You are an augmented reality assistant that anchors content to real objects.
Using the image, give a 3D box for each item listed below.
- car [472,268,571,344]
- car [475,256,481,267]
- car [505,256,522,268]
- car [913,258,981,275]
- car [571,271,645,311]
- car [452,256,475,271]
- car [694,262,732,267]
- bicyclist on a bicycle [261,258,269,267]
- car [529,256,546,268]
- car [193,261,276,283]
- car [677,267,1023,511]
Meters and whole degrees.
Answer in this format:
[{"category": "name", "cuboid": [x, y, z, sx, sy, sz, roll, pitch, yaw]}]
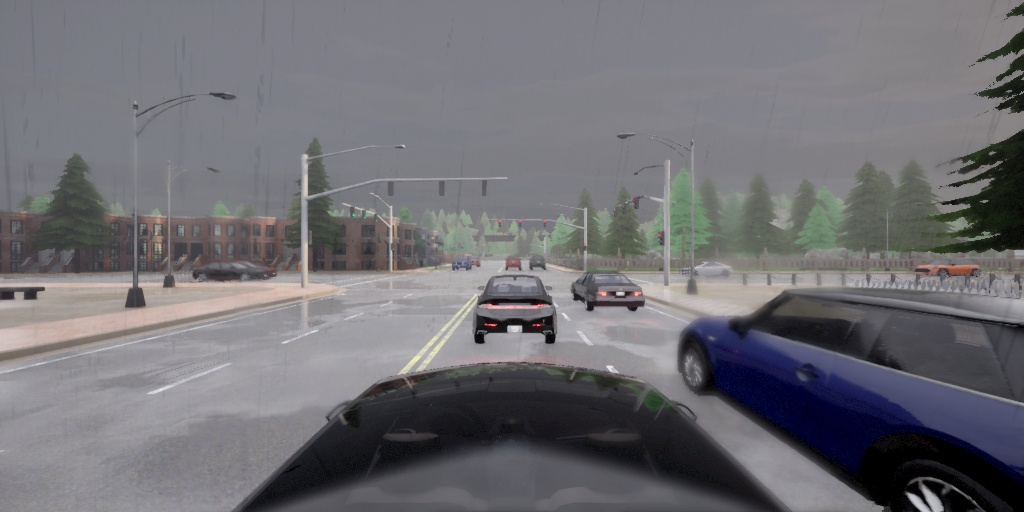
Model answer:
[{"category": "car", "cuboid": [0.080, 1.242, 9.566, 2.128, 1.511, 4.902, 0, 0, 1]}, {"category": "car", "cuboid": [-6.900, 0.970, 64.396, 2.150, 2.045, 5.566, 0, 0, 1]}, {"category": "car", "cuboid": [0.214, 0.971, 53.089, 2.150, 2.045, 5.566, 0, 0, 0]}, {"category": "car", "cuboid": [40.959, 1.102, 33.881, 4.553, 1.767, 2.097, 0, 0, 0]}, {"category": "car", "cuboid": [3.611, 1.297, 14.391, 2.033, 1.411, 5.357, 0, 0, 1]}, {"category": "car", "cuboid": [-6.966, 0.971, 50.288, 2.150, 2.045, 5.566, 0, 0, 1]}, {"category": "car", "cuboid": [18.384, 1.276, 33.949, 4.674, 1.442, 1.812, 0, 0, 0]}, {"category": "bicyclist on a bicycle", "cuboid": [-28.730, 1.053, 41.699, 0.582, 1.620, 1.656, 0, 0, -1]}, {"category": "car", "cuboid": [3.715, 0.971, 53.089, 2.150, 2.045, 5.566, 0, 0, 0]}, {"category": "car", "cuboid": [-21.219, 1.227, 27.222, 5.008, 1.535, 1.882, 0, 0, -1]}, {"category": "car", "cuboid": [3.606, 1.102, 3.713, 2.097, 1.767, 4.553, 0, 0, 0]}]
